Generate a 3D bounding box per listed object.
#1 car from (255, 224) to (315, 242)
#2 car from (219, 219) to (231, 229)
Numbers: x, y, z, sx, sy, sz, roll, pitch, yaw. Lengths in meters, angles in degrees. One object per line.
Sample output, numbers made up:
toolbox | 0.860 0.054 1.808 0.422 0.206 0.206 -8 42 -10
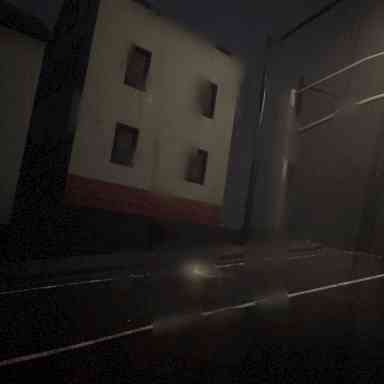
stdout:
car | 8.040 3.578 29.278 2.033 1.411 5.357 12 -7 -35
car | 2.373 3.566 37.293 1.837 1.490 4.892 13 -7 -35
